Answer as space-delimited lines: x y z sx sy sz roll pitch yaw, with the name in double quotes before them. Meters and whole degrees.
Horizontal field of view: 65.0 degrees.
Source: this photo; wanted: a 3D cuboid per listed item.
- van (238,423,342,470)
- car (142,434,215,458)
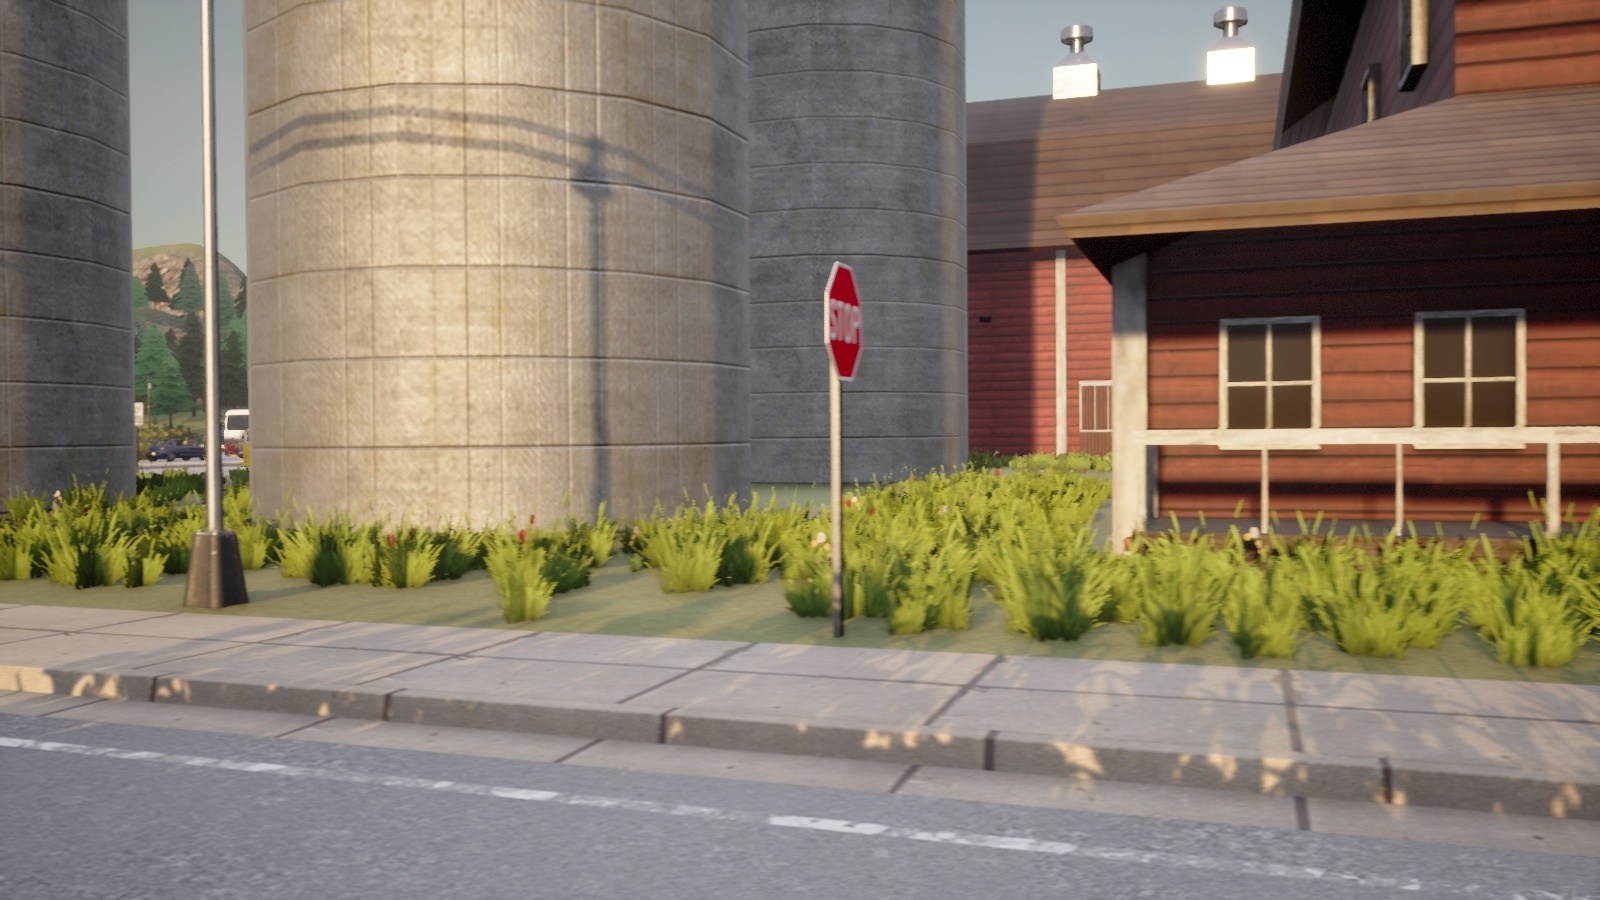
"van" -22.398 -0.181 55.320 1.775 1.987 4.442 0 1 19
"car" -40.652 -0.285 82.197 1.816 1.474 4.193 0 1 19
